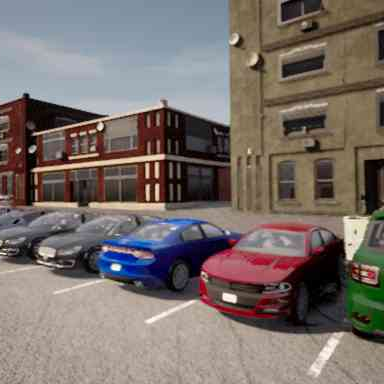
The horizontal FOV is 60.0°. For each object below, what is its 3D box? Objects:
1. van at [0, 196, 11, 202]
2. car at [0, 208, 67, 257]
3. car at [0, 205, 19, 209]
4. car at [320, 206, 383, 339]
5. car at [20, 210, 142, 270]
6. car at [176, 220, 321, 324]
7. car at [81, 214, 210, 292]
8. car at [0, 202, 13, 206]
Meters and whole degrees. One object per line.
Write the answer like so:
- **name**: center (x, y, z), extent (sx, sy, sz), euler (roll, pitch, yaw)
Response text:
- **van**: center (-11.238, 1.210, 17.104), extent (1.878, 1.987, 4.442), euler (0, 0, 36)
- **car**: center (-4.667, 1.435, 12.287), extent (2.231, 1.521, 4.892), euler (0, 0, 35)
- **car**: center (-6.932, 1.460, 13.857), extent (2.163, 1.488, 4.792), euler (0, 0, 35)
- **car**: center (4.325, 1.230, 5.905), extent (2.435, 2.045, 5.566), euler (0, 0, 35)
- **car**: center (-2.423, 1.441, 10.686), extent (2.231, 1.521, 4.892), euler (0, 0, 35)
- **car**: center (2.065, 1.463, 7.486), extent (2.097, 1.535, 5.008), euler (0, 0, 35)
- **car**: center (-0.184, 1.450, 9.078), extent (2.097, 1.535, 5.008), euler (0, 0, 35)
- **car**: center (-9.156, 1.431, 15.485), extent (2.097, 1.535, 5.008), euler (0, 0, 35)
